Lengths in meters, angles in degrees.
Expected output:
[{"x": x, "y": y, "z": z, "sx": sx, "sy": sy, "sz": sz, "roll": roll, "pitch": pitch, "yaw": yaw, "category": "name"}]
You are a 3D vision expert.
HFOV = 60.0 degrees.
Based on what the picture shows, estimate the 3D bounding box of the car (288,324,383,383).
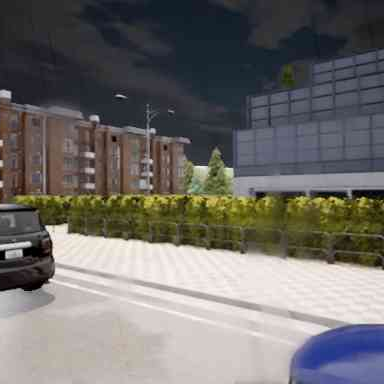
[{"x": 2.912, "y": 1.518, "z": 1.913, "sx": 4.674, "sy": 1.442, "sz": 1.812, "roll": -1, "pitch": 0, "yaw": 36, "category": "car"}]

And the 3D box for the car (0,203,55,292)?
[{"x": -5.518, "y": 1.275, "z": 7.877, "sx": 5.566, "sy": 2.045, "sz": 2.150, "roll": 0, "pitch": 0, "yaw": 36, "category": "car"}]
